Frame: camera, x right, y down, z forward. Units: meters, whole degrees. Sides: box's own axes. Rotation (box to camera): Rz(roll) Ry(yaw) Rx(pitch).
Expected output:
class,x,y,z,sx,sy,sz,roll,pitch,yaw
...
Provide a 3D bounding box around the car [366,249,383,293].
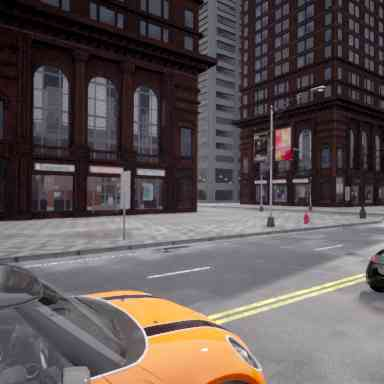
class,x,y,z,sx,sy,sz,roll,pitch,yaw
car,5.877,1.576,7.654,4.181,1.385,1.994,0,0,-35

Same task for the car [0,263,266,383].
class,x,y,z,sx,sy,sz,roll,pitch,yaw
car,-1.550,1.352,2.334,4.553,1.767,2.097,0,0,-36
